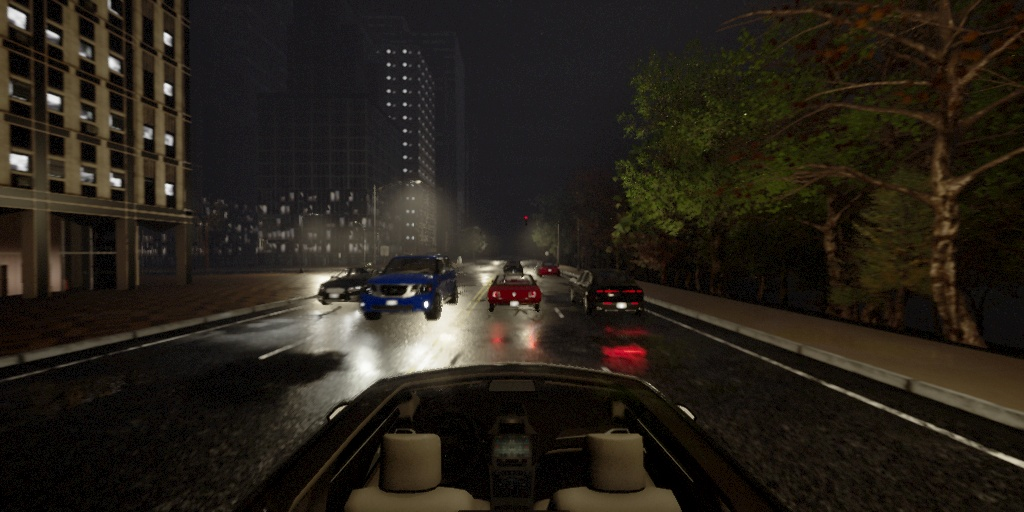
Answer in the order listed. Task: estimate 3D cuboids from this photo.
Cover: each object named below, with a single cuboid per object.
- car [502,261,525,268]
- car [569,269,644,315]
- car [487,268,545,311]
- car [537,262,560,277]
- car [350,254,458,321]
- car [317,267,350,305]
[{"bbox_3d":[0.111,1.174,33.627,1.837,1.490,4.892,0,0,0],"label":"car"},{"bbox_3d":[3.334,1.227,13.293,1.837,1.490,4.892,0,1,0],"label":"car"},{"bbox_3d":[0.087,1.319,14.322,1.895,1.301,4.718,0,0,0],"label":"car"},{"bbox_3d":[3.361,1.233,33.734,1.994,1.385,4.181,0,0,0],"label":"car"},{"bbox_3d":[-3.311,0.946,12.709,2.150,2.045,5.566,0,0,0],"label":"car"},{"bbox_3d":[-6.534,1.207,15.711,2.128,1.511,4.902,0,0,1],"label":"car"}]
